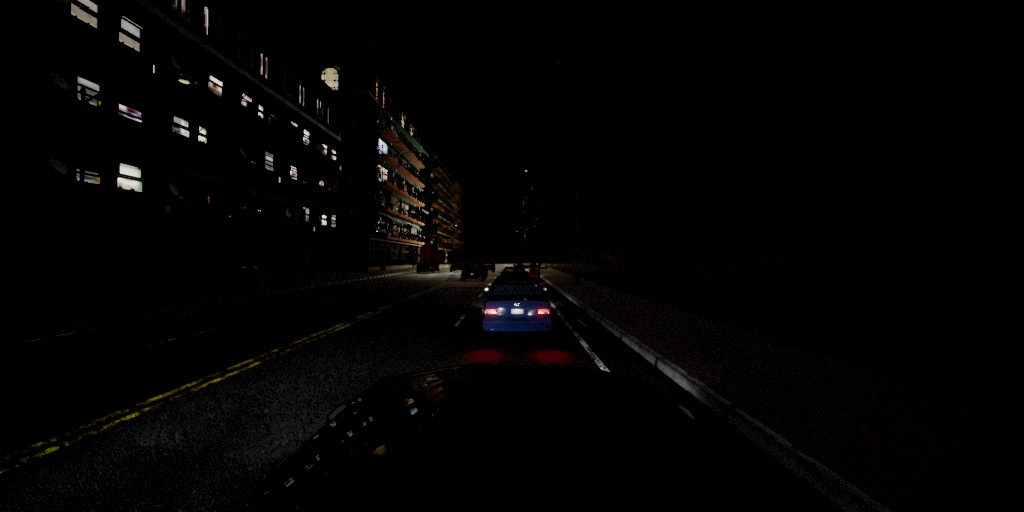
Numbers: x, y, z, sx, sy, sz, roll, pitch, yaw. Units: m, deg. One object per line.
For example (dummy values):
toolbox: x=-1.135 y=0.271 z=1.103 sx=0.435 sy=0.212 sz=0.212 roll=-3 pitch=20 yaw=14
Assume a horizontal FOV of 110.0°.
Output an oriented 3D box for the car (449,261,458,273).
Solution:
car: x=-6.523 y=1.279 z=44.371 sx=1.812 sy=1.442 sz=4.674 roll=0 pitch=0 yaw=0

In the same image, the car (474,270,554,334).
car: x=0.117 y=1.299 z=10.597 sx=2.033 sy=1.411 sz=5.357 roll=0 pitch=0 yaw=0

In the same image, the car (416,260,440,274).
car: x=-9.779 y=1.231 z=41.973 sx=1.882 sy=1.535 sz=5.008 roll=0 pitch=0 yaw=0

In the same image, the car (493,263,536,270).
car: x=0.128 y=1.317 z=20.930 sx=1.994 sy=1.385 sz=4.181 roll=0 pitch=0 yaw=1

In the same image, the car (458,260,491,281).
car: x=-3.099 y=1.231 z=30.401 sx=1.882 sy=1.535 sz=5.008 roll=0 pitch=0 yaw=0

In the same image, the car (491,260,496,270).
car: x=-3.073 y=1.245 z=44.989 sx=2.128 sy=1.511 sz=4.902 roll=0 pitch=0 yaw=0

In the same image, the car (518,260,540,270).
car: x=1.187 y=1.105 z=29.865 sx=2.097 sy=1.767 sz=4.553 roll=0 pitch=0 yaw=0
